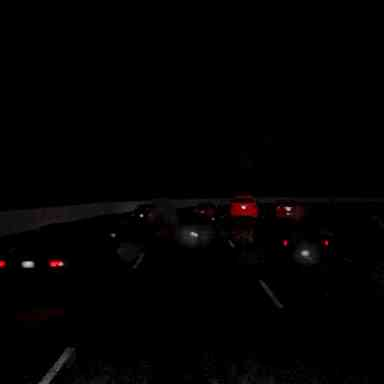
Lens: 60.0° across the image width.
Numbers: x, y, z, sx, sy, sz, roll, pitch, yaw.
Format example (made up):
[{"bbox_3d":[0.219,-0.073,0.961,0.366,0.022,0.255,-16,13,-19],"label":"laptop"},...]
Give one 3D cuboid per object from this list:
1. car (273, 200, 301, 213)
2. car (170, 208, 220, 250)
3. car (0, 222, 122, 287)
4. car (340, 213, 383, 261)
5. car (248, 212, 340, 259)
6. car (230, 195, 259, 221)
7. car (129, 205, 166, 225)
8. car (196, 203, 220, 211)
[{"bbox_3d":[8.245,1.446,29.041,2.097,1.767,4.553,0,0,12],"label":"car"},{"bbox_3d":[0.086,1.612,14.609,1.994,1.385,4.181,0,0,0],"label":"car"},{"bbox_3d":[-3.434,1.579,9.504,2.033,1.411,5.357,0,0,0],"label":"car"},{"bbox_3d":[7.079,1.532,12.481,2.128,1.511,4.902,0,0,0],"label":"car"},{"bbox_3d":[3.581,1.642,12.719,1.895,1.301,4.718,0,0,0],"label":"car"},{"bbox_3d":[4.482,1.313,28.475,2.150,2.045,5.566,0,0,10],"label":"car"},{"bbox_3d":[-3.181,1.628,24.506,2.033,1.411,5.357,0,0,4],"label":"car"},{"bbox_3d":[1.321,1.661,29.862,1.994,1.385,4.181,0,0,11],"label":"car"}]
